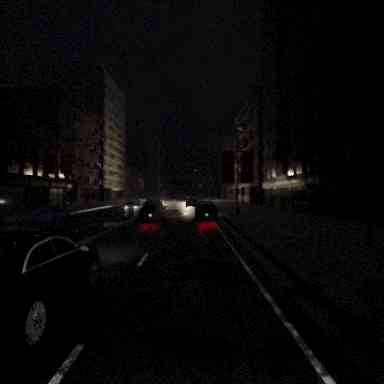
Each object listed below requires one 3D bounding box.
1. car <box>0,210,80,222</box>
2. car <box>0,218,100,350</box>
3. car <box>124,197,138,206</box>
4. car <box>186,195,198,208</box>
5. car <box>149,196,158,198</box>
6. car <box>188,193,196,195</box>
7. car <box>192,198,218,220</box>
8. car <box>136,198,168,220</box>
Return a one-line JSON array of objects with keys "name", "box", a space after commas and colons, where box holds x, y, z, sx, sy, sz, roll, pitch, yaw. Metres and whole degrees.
[{"name": "car", "box": [-6.602, 1.539, 15.028, 2.033, 1.411, 5.357, 0, 0, 0]}, {"name": "car", "box": [-3.148, 1.488, 6.186, 2.128, 1.511, 4.902, 0, 0, 0]}, {"name": "car", "box": [-9.817, 1.508, 54.929, 1.812, 1.442, 4.674, 0, 0, 0]}, {"name": "car", "box": [0.002, 1.530, 47.812, 2.033, 1.411, 5.357, 0, 0, 0]}, {"name": "car", "box": [-6.563, 1.474, 56.193, 2.128, 1.511, 4.902, 0, 0, 0]}, {"name": "car", "box": [-0.003, 1.207, 67.206, 2.150, 2.045, 5.566, 0, 0, 0]}, {"name": "car", "box": [1.137, 1.492, 27.667, 1.837, 1.490, 4.892, 0, 0, 0]}, {"name": "car", "box": [-3.151, 1.491, 27.555, 1.837, 1.490, 4.892, 0, 0, 0]}]
